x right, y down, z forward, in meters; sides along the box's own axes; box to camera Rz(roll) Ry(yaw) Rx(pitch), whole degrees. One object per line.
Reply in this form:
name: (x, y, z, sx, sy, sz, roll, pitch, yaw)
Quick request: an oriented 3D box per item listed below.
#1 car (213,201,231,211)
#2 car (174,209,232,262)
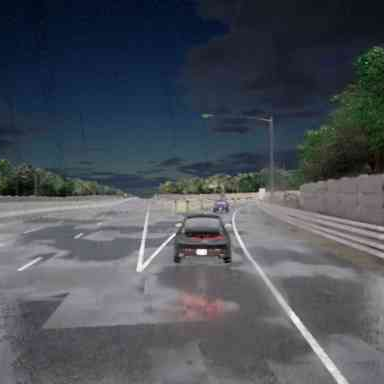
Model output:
car: (3.736, 1.789, 41.555, 1.812, 1.442, 4.674, -1, 0, 10)
car: (0.425, 1.584, 12.302, 1.837, 1.490, 4.892, 0, -1, 3)
